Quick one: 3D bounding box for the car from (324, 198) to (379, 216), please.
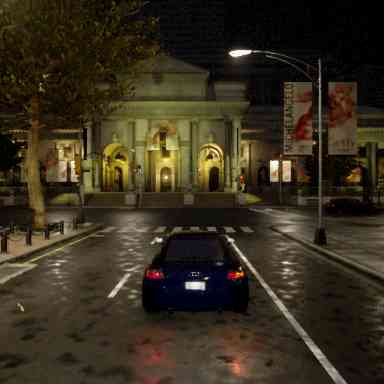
[{"bbox_3d":[15.094,1.352,31.510,4.553,1.767,2.097,0,0,0],"label":"car"}]

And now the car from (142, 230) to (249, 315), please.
[{"bbox_3d":[0.073,1.564,7.676,1.994,1.385,4.181,0,0,0],"label":"car"}]
